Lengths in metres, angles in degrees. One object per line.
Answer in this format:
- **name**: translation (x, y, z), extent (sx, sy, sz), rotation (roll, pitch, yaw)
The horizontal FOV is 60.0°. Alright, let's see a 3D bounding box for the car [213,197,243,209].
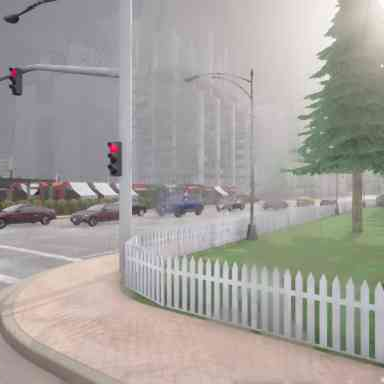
- **car**: translation (5.160, 1.491, 46.696), extent (2.128, 1.511, 4.902), rotation (0, 0, 34)

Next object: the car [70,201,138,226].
- **car**: translation (-6.300, 1.526, 23.458), extent (1.812, 1.442, 4.674), rotation (0, 0, 34)

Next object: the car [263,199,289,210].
- **car**: translation (10.646, 1.548, 42.016), extent (2.033, 1.411, 5.357), rotation (0, 0, 33)

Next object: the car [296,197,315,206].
- **car**: translation (18.250, 1.478, 53.326), extent (1.882, 1.535, 5.008), rotation (0, 0, 34)

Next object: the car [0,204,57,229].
- **car**: translation (-11.415, 1.526, 22.169), extent (1.812, 1.442, 4.674), rotation (0, 0, 36)

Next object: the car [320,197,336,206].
- **car**: translation (21.080, 1.526, 51.264), extent (1.812, 1.442, 4.674), rotation (0, 0, 34)

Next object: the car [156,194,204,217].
- **car**: translation (-0.990, 1.221, 31.378), extent (2.150, 2.045, 5.566), rotation (0, 0, 34)

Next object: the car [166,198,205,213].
- **car**: translation (-0.654, 1.491, 38.128), extent (2.128, 1.511, 4.902), rotation (0, 0, 34)

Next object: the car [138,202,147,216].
- **car**: translation (-6.196, 1.478, 29.914), extent (1.882, 1.535, 5.008), rotation (0, 0, 34)

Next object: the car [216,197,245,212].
- **car**: translation (4.645, 1.491, 39.718), extent (2.128, 1.511, 4.902), rotation (0, 0, 34)
